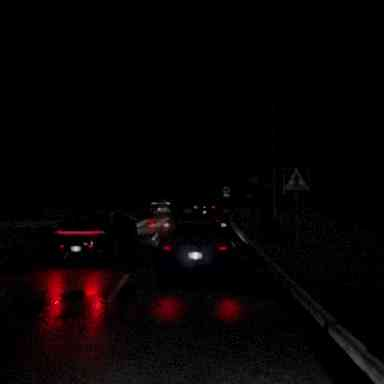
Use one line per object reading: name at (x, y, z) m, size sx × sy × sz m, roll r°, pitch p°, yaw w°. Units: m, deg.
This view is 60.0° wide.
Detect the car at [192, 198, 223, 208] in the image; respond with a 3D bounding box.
car at (1.305, 1.075, 25.587) m, size 1.895 × 1.301 × 4.718 m, roll -1°, pitch 1°, yaw 11°

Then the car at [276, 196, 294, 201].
car at (22.858, 1.720, 81.989) m, size 4.553 × 1.767 × 2.097 m, roll -3°, pitch -4°, yaw 44°

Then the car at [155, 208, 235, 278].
car at (0.088, 1.387, 9.619) m, size 1.994 × 1.385 × 4.181 m, roll 0°, pitch 1°, yaw 0°

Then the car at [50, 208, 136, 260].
car at (-3.153, 1.278, 11.467) m, size 2.128 × 1.511 × 4.902 m, roll 0°, pitch 1°, yaw 0°

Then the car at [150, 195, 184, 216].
car at (-1.876, 1.005, 26.296) m, size 2.128 × 1.511 × 4.902 m, roll -1°, pitch 0°, yaw 11°
